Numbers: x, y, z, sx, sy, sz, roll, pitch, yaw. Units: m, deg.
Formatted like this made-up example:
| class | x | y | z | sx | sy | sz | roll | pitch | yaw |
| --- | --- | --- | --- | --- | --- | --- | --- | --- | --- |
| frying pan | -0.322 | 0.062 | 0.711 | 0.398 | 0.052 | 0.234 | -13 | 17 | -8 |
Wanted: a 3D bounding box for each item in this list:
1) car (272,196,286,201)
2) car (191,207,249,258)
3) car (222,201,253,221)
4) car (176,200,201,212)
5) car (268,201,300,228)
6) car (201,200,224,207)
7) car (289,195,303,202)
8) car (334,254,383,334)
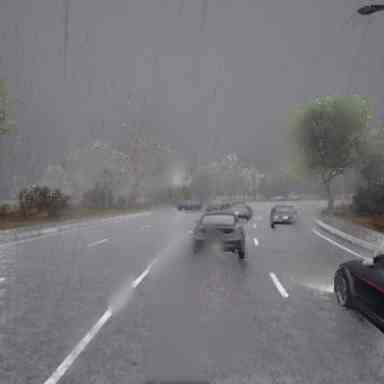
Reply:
| class | x | y | z | sx | sy | sz | roll | pitch | yaw |
| --- | --- | --- | --- | --- | --- | --- | --- | --- | --- |
| car | 19.724 | 1.598 | 74.972 | 1.812 | 1.442 | 4.674 | 0 | 0 | 37 |
| car | 1.100 | 1.535 | 13.043 | 1.837 | 1.490 | 4.892 | 0 | 0 | 7 |
| car | 4.101 | 1.637 | 28.389 | 1.994 | 1.385 | 4.181 | 0 | 0 | 15 |
| car | -0.221 | 1.667 | 38.905 | 1.895 | 1.301 | 4.718 | 0 | 0 | 19 |
| car | 6.251 | 1.620 | 22.658 | 2.033 | 1.411 | 5.357 | 0 | 0 | 12 |
| car | 3.019 | 1.630 | 37.641 | 2.033 | 1.411 | 5.357 | 0 | 0 | 19 |
| car | 23.075 | 1.431 | 73.562 | 1.837 | 1.490 | 4.892 | 0 | 0 | 37 |
| car | 3.848 | 1.589 | 5.254 | 1.994 | 1.385 | 4.181 | 0 | 0 | 4 |
